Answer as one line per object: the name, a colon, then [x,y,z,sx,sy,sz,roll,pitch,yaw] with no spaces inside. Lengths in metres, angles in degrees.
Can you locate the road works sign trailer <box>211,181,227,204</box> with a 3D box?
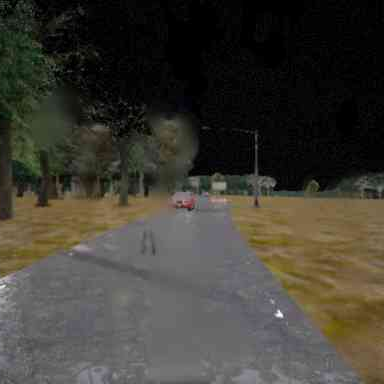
road works sign trailer: [4.287,0.103,52.677,2.380,3.560,2.880,0,0,6]

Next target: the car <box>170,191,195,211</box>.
car: [-0.979,0.974,36.239,2.150,2.045,5.566,0,1,7]

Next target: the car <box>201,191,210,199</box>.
car: [3.095,0.621,77.333,2.097,1.767,4.553,0,0,2]
